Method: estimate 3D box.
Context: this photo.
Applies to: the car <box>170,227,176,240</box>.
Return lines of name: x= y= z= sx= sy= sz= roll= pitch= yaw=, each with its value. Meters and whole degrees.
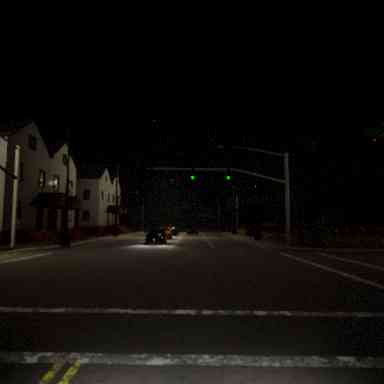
car: x=-3.533 y=5.302 z=42.856 sx=1.882 sy=1.535 sz=5.008 roll=0 pitch=-5 yaw=0

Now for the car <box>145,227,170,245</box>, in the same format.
car: x=-3.548 y=4.425 z=33.337 sx=1.837 sy=1.490 sz=4.892 roll=0 pitch=-5 yaw=0

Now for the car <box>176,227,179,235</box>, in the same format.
car: x=-3.508 y=6.292 z=52.359 sx=1.994 sy=1.385 sz=4.181 roll=0 pitch=-5 yaw=0

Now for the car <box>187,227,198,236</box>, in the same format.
car: x=0.087 y=6.777 z=57.545 sx=2.033 sy=1.411 sz=5.357 roll=0 pitch=-5 yaw=0

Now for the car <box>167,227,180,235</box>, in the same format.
car: x=-3.463 y=7.192 z=62.005 sx=2.033 sy=1.411 sz=5.357 roll=0 pitch=-5 yaw=0
